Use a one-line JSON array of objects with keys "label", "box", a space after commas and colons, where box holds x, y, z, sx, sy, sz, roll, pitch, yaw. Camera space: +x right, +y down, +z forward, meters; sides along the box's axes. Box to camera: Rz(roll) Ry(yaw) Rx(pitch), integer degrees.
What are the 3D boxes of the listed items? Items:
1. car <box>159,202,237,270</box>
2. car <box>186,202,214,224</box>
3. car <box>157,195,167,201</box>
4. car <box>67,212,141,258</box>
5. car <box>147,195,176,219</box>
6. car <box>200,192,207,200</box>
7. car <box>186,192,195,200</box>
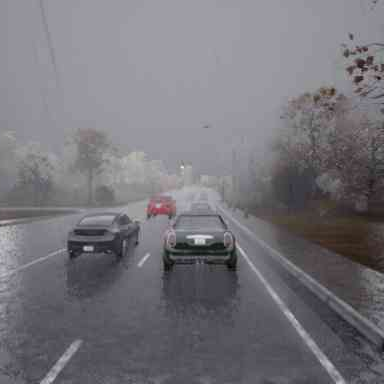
[{"label": "car", "box": [0.257, 1.390, 11.290, 2.097, 1.767, 4.553, 0, 0, 1]}, {"label": "car", "box": [0.701, 1.639, 27.189, 2.033, 1.411, 5.357, 0, 0, 2]}, {"label": "car", "box": [-7.557, 1.554, 85.237, 1.895, 1.301, 4.718, 0, 2, 2]}, {"label": "car", "box": [-3.215, 1.547, 12.909, 1.837, 1.490, 4.892, 0, 0, 1]}, {"label": "car", "box": [-2.702, 1.322, 30.097, 2.150, 2.045, 5.566, 0, 0, 2]}, {"label": "car", "box": [3.010, 1.391, 86.668, 2.033, 1.411, 5.357, 0, 3, 2]}, {"label": "car", "box": [-0.487, 1.390, 86.812, 2.033, 1.411, 5.357, 0, 3, 2]}]
